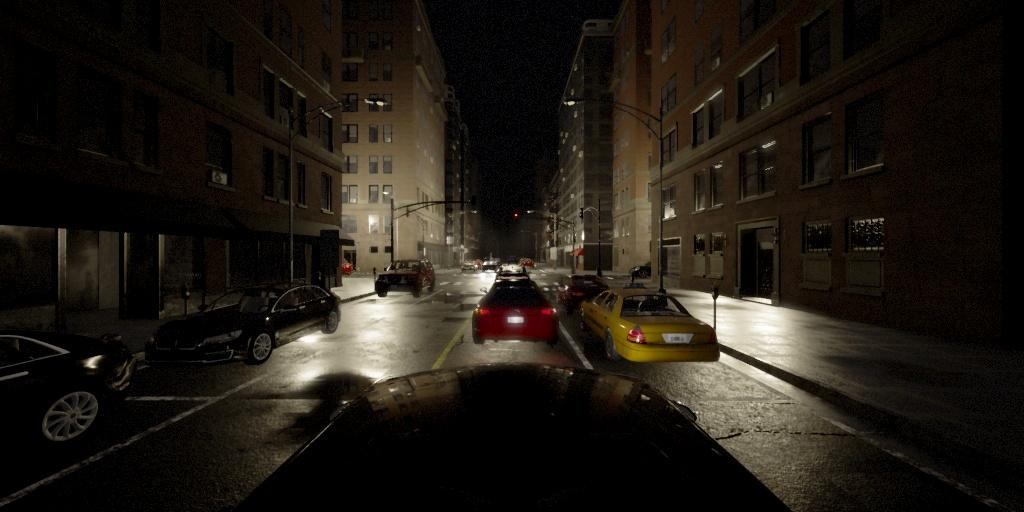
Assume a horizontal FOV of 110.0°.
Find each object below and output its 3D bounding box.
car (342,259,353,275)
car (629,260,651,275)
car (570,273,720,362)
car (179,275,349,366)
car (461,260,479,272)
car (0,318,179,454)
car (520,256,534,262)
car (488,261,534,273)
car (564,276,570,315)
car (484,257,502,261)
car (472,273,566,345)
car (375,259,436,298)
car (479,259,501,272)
[{"bbox_3d":[-17.378,1.029,33.290,4.553,1.767,2.097,0,0,0],"label":"car"},{"bbox_3d":[13.231,1.163,33.268,4.553,1.767,2.097,0,0,0],"label":"car"},{"bbox_3d":[2.648,1.275,8.038,1.751,1.417,4.829,0,0,0],"label":"car"},{"bbox_3d":[-5.377,1.300,7.894,2.007,1.370,4.403,0,0,0],"label":"car"},{"bbox_3d":[-5.299,1.293,45.182,2.007,1.370,4.403,0,0,0],"label":"car"},{"bbox_3d":[-5.388,1.300,2.481,2.007,1.370,4.403,0,0,0],"label":"car"},{"bbox_3d":[2.760,1.176,61.521,1.967,1.591,4.097,0,0,0],"label":"car"},{"bbox_3d":[0.035,1.239,19.420,2.128,1.511,4.902,0,0,0],"label":"car"},{"bbox_3d":[2.659,1.330,13.281,1.802,1.307,4.207,0,0,0],"label":"car"},{"bbox_3d":[-2.732,1.231,54.895,2.128,1.511,4.902,0,0,0],"label":"car"},{"bbox_3d":[0.082,1.313,9.550,1.994,1.385,4.181,0,0,0],"label":"car"},{"bbox_3d":[-5.354,1.062,18.719,2.192,1.841,5.009,0,0,0],"label":"car"},{"bbox_3d":[-2.760,1.344,45.326,1.895,1.301,4.718,0,0,0],"label":"car"}]
